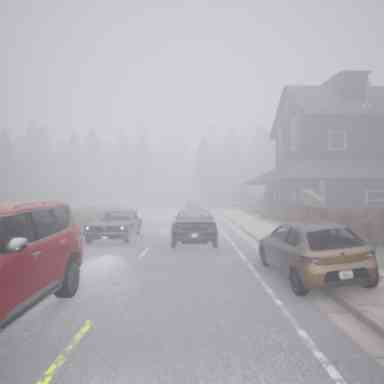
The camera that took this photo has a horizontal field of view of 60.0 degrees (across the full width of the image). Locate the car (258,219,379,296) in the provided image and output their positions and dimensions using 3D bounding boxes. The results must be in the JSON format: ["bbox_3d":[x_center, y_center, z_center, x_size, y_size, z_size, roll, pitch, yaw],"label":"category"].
[{"bbox_3d":[2.968,1.440,8.690,1.816,1.474,4.193,-6,1,-2],"label":"car"}]

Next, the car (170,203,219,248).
[{"bbox_3d":[0.094,1.452,14.773,1.882,1.535,5.008,0,0,0],"label":"car"}]

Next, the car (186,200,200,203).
[{"bbox_3d":[0.070,1.492,31.721,2.033,1.411,5.357,0,0,0],"label":"car"}]

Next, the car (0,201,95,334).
[{"bbox_3d":[-3.596,1.212,5.588,2.150,2.045,5.566,0,0,0],"label":"car"}]

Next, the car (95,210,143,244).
[{"bbox_3d":[-3.583,1.573,15.873,1.895,1.301,4.718,0,0,0],"label":"car"}]
